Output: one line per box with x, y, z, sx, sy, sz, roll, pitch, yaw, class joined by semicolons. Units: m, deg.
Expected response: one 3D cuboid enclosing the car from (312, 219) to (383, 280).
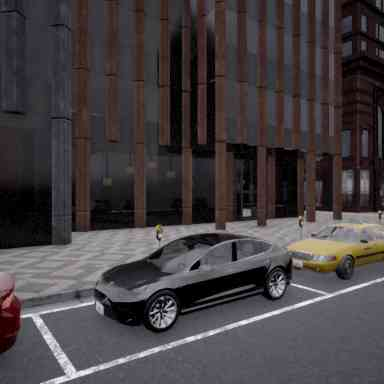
4.695;1.526;9.976;4.829;1.417;1.752;0;0;-35;car

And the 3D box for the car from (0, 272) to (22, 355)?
-4.357;1.545;3.547;4.507;1.381;1.887;0;0;-35;car

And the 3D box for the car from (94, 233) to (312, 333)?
0.238;1.566;6.811;4.313;1.339;1.947;0;0;-35;car
